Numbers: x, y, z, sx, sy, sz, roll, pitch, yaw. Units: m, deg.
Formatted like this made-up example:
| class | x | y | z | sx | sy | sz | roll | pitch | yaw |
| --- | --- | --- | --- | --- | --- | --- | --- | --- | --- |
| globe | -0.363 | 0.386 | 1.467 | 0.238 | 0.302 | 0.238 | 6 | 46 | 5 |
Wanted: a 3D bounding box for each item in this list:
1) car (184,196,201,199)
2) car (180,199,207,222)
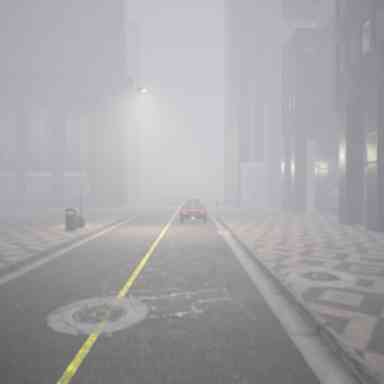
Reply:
| class | x | y | z | sx | sy | sz | roll | pitch | yaw |
| --- | --- | --- | --- | --- | --- | --- | --- | --- | --- |
| car | 0.090 | 1.193 | 40.999 | 2.128 | 1.511 | 4.902 | 0 | 0 | 0 |
| car | 0.094 | 1.417 | 24.320 | 1.895 | 1.301 | 4.718 | 0 | 0 | 0 |
